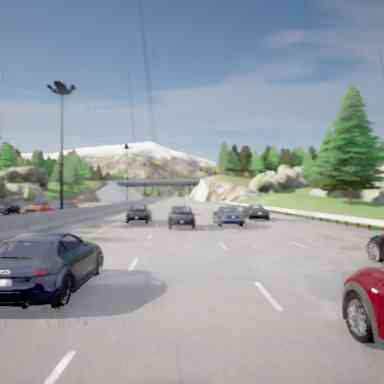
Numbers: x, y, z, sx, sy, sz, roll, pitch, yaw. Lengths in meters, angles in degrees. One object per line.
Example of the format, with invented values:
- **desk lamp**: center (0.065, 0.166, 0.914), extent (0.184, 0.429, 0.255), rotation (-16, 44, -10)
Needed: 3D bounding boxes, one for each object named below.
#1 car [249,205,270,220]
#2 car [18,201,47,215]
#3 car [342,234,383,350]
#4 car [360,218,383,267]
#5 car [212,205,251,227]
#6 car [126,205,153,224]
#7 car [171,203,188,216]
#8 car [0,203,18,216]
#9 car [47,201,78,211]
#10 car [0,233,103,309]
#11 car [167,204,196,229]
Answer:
- **car**: center (5.889, 1.896, 31.391), extent (1.994, 1.385, 4.181), rotation (0, -1, -3)
- **car**: center (-19.332, 1.960, 41.756), extent (2.097, 1.767, 4.553), rotation (0, -1, -3)
- **car**: center (3.526, 1.376, 3.656), extent (2.097, 1.767, 4.553), rotation (0, -1, 0)
- **car**: center (6.907, 1.594, 9.399), extent (1.812, 1.442, 4.674), rotation (0, -1, -2)
- **car**: center (2.694, 1.828, 25.318), extent (2.033, 1.411, 5.357), rotation (0, -1, -3)
- **car**: center (-4.484, 1.856, 28.599), extent (2.128, 1.511, 4.902), rotation (0, -1, -3)
- **car**: center (-1.563, 2.082, 40.200), extent (1.895, 1.301, 4.718), rotation (0, -1, -3)
- **car**: center (-22.795, 2.113, 40.859), extent (2.128, 1.511, 4.902), rotation (0, -1, -3)
- **car**: center (-15.819, 1.935, 41.533), extent (2.097, 1.767, 4.553), rotation (0, -1, -3)
- **car**: center (-3.563, 1.683, 8.189), extent (1.994, 1.385, 4.181), rotation (0, -1, -2)
- **car**: center (-0.756, 1.779, 24.031), extent (2.128, 1.511, 4.902), rotation (0, -1, -3)
